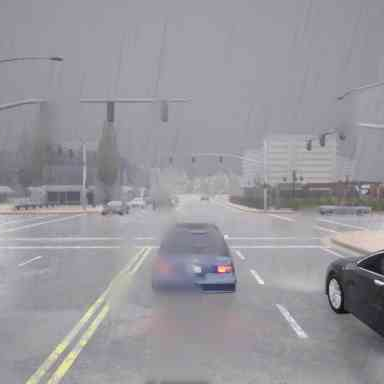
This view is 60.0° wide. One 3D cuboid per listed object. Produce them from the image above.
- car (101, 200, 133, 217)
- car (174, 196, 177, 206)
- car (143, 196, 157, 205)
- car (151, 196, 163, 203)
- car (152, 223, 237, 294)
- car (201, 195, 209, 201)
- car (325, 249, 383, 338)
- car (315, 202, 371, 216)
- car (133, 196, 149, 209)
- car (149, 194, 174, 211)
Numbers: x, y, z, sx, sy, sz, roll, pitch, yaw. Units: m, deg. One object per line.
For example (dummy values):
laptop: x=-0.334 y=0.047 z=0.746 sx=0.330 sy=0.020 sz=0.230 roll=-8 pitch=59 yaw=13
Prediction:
car: x=-7.197 y=1.526 z=31.630 sx=1.812 sy=1.442 sz=4.674 roll=0 pitch=0 yaw=0
car: x=-3.749 y=1.526 z=52.836 sx=1.812 sy=1.442 sz=4.674 roll=0 pitch=0 yaw=0
car: x=-7.255 y=1.507 z=57.577 sx=1.837 sy=1.490 sz=4.892 roll=0 pitch=-1 yaw=0
car: x=-7.208 y=1.502 z=68.921 sx=1.837 sy=1.490 sz=4.892 roll=0 pitch=0 yaw=0
car: x=0.055 y=1.547 z=8.952 sx=2.033 sy=1.411 sz=5.357 roll=0 pitch=0 yaw=0
car: x=3.245 y=1.553 z=84.630 sx=1.994 sy=1.385 sz=4.181 roll=0 pitch=0 yaw=0
car: x=3.548 y=1.505 z=4.706 sx=1.837 sy=1.490 sz=4.892 roll=0 pitch=0 yaw=0
car: x=14.351 y=1.601 z=31.871 sx=4.718 sy=1.301 sz=1.895 roll=0 pitch=0 yaw=1
car: x=-7.232 y=1.526 z=44.631 sx=1.812 sy=1.442 sz=4.674 roll=0 pitch=0 yaw=0
car: x=-3.617 y=1.221 z=40.748 sx=2.150 sy=2.045 sz=5.566 roll=0 pitch=0 yaw=-3
